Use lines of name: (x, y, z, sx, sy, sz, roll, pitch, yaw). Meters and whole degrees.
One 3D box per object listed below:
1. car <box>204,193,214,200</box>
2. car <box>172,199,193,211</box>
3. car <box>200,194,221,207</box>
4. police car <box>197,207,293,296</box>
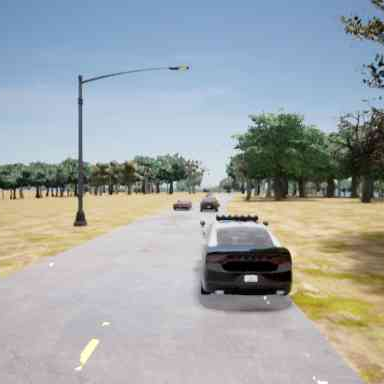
car: (3.809, 1.079, 74.163, 1.837, 1.490, 4.892, 0, 0, 8)
car: (-1.067, 1.475, 38.604, 1.895, 1.301, 4.718, 0, 0, 6)
car: (1.959, 1.366, 36.799, 1.882, 1.535, 5.008, 0, 0, 6)
police car: (1.168, 1.417, 8.812, 1.930, 1.638, 5.238, 0, 0, 1)
